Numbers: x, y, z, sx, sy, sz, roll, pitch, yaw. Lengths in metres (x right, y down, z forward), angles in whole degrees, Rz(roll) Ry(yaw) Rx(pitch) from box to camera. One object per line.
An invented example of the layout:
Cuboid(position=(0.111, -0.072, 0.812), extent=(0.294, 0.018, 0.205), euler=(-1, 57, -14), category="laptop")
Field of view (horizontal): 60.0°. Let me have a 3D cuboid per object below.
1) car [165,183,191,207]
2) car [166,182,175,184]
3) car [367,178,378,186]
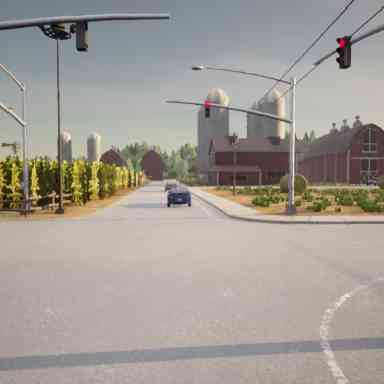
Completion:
Cuboid(position=(-1.126, 0.332, 27.659), extent=(1.882, 1.535, 5.008), euler=(0, 3, -5), category="car")
Cuboid(position=(-3.367, -0.839, 52.889), extent=(2.128, 1.511, 4.902), euler=(0, 3, -5), category="car")
Cuboid(position=(42.331, -2.370, 77.601), extent=(1.905, 1.878, 3.866), euler=(10, 10, 41), category="car")
